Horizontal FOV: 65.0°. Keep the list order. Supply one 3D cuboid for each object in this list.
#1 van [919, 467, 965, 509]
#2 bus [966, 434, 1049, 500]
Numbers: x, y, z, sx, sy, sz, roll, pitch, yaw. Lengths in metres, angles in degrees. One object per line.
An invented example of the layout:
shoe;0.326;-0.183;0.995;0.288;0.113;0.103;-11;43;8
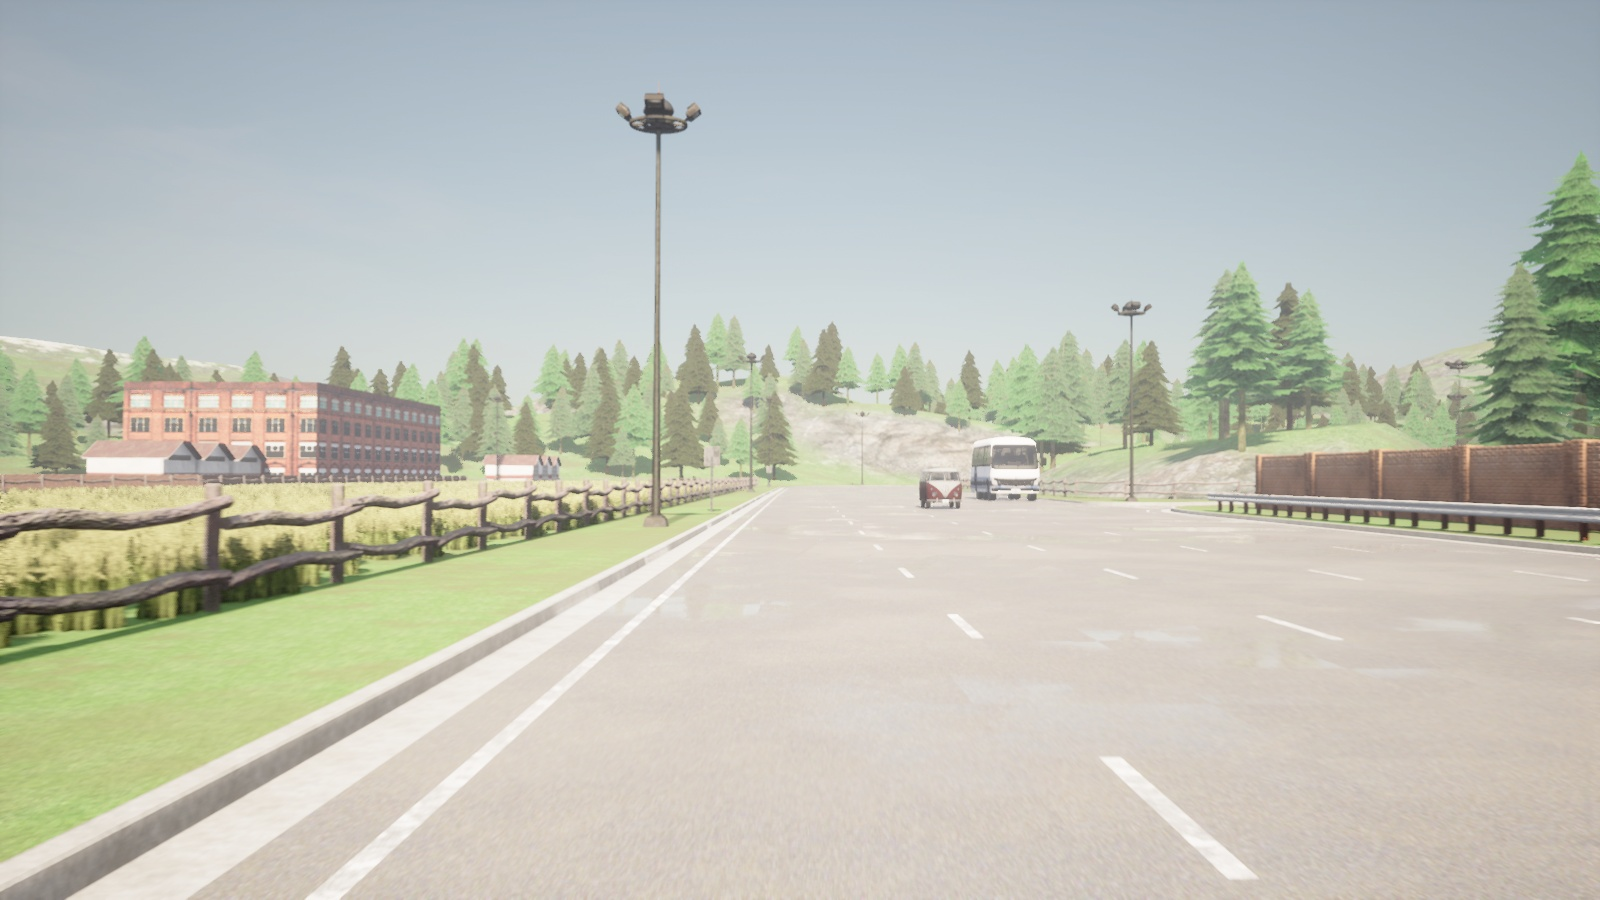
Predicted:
van;6.994;1.867;62.424;1.775;1.987;4.442;0;-1;0
bus;13.989;1.203;85.730;3.944;4.253;10.273;0;-1;0
